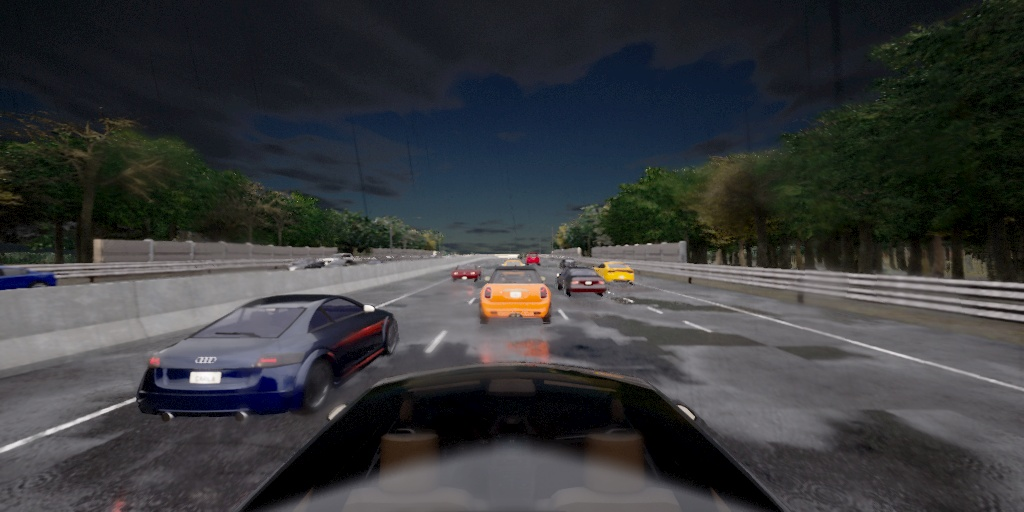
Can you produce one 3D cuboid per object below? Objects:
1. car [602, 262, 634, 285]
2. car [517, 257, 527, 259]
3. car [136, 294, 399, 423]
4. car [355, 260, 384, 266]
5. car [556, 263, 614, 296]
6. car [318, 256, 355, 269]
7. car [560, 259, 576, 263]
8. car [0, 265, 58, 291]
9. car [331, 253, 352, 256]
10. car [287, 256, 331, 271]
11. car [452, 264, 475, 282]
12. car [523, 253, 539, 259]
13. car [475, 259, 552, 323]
[{"bbox_3d":[7.053,1.169,25.387,1.882,1.535,5.008,0,0,1],"label":"car"},{"bbox_3d":[0.103,1.122,31.174,1.882,1.535,5.008,0,1,0],"label":"car"},{"bbox_3d":[-3.397,1.317,5.978,1.994,1.385,4.181,0,0,0],"label":"car"},{"bbox_3d":[-14.089,1.155,37.016,1.994,1.385,4.181,0,1,0],"label":"car"},{"bbox_3d":[3.502,1.275,18.911,2.033,1.411,5.357,0,0,0],"label":"car"},{"bbox_3d":[-17.588,1.094,37.022,1.837,1.490,4.892,0,1,0],"label":"car"},{"bbox_3d":[7.101,1.047,45.083,1.812,1.442,4.674,0,1,0],"label":"car"},{"bbox_3d":[-24.444,1.208,16.382,1.882,1.535,5.008,0,0,-1],"label":"car"},{"bbox_3d":[-24.550,0.672,50.917,2.150,2.045,5.566,0,1,1],"label":"car"},{"bbox_3d":[-21.089,1.080,37.020,2.128,1.511,4.902,0,1,0],"label":"car"},{"bbox_3d":[-3.398,1.270,27.900,1.895,1.301,4.718,0,0,0],"label":"car"},{"bbox_3d":[3.507,0.559,61.635,2.150,2.045,5.566,0,1,0],"label":"car"},{"bbox_3d":[0.102,1.099,12.194,2.097,1.767,4.553,0,0,0],"label":"car"}]
